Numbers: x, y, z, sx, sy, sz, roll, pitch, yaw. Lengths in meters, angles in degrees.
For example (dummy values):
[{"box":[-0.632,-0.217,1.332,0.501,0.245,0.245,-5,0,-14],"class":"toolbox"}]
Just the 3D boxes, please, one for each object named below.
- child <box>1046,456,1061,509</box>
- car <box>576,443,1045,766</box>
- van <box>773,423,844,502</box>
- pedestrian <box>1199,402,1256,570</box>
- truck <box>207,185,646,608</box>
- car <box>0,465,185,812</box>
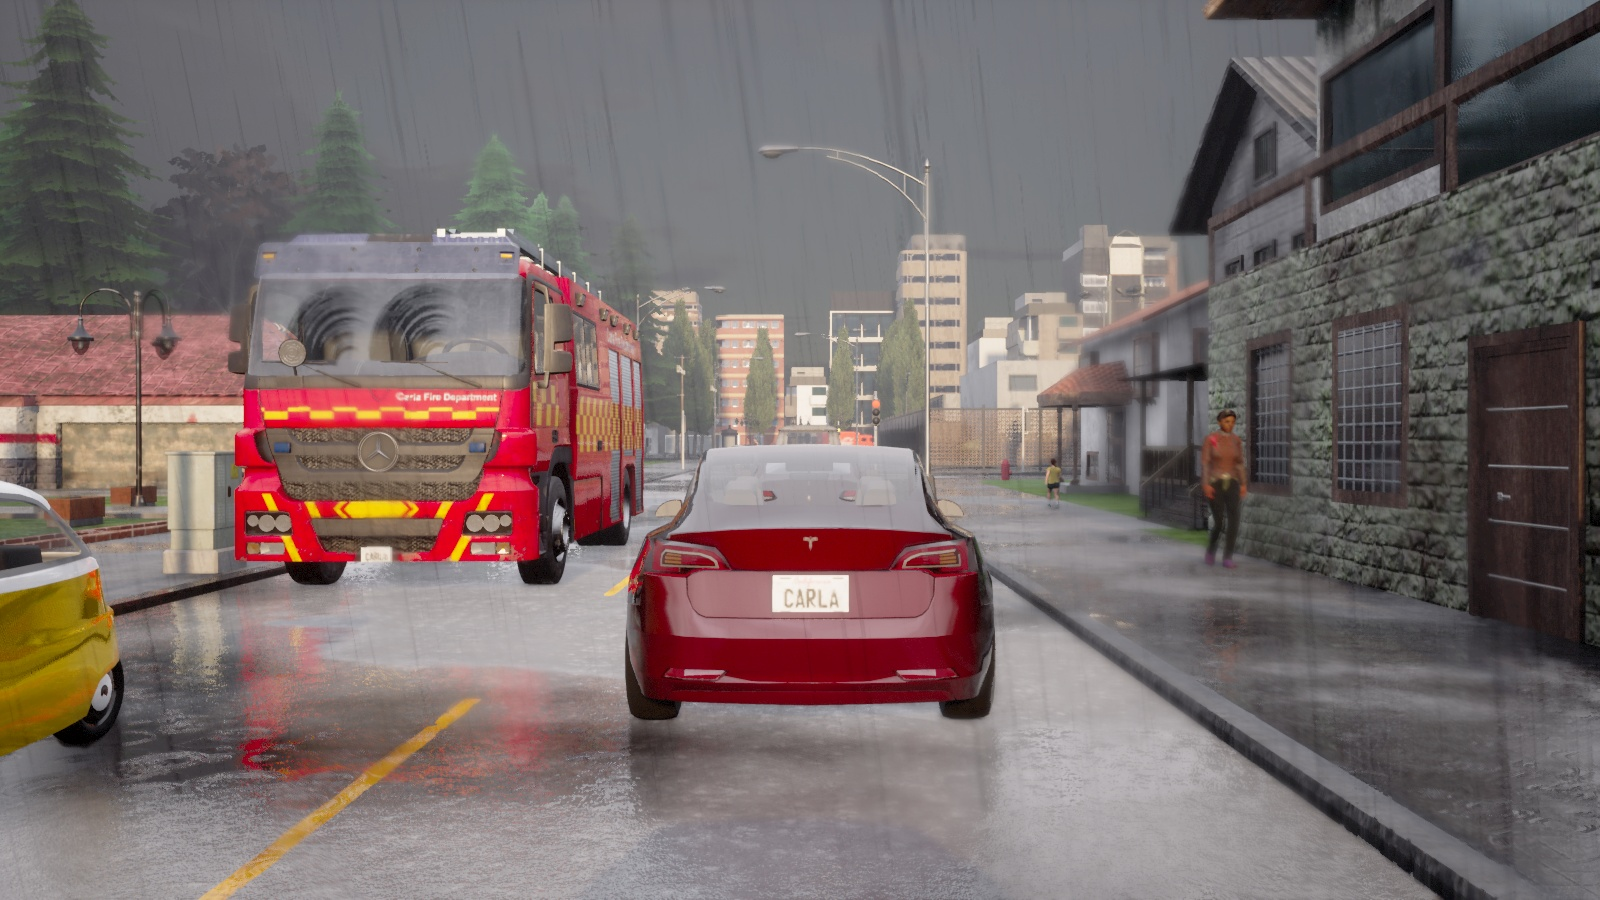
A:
[{"box":[5.404,0.689,26.773,0.255,1.110,0.394,0,0,0],"class":"child"},{"box":[0.061,0.700,8.198,2.163,1.488,4.792,0,0,0],"class":"car"},{"box":[0.212,0.308,33.971,1.775,1.987,4.442,0,0,0],"class":"van"},{"box":[4.722,0.381,13.893,0.328,1.805,0.869,0,0,0],"class":"pedestrian"},{"box":[-3.897,-0.509,15.604,2.891,3.827,8.468,0,0,0],"class":"truck"},{"box":[-3.954,0.767,5.450,1.481,1.376,2.207,0,0,0],"class":"car"}]
